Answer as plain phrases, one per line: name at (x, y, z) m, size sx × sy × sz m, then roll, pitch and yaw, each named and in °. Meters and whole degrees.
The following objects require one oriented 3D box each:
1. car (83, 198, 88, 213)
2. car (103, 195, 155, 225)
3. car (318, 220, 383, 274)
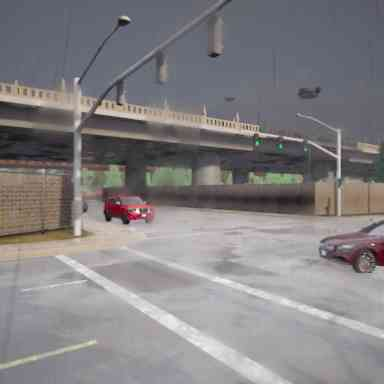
car at (-13.473, 1.281, 37.315) m, size 2.150 × 2.045 × 5.566 m, roll 0°, pitch 0°, yaw -36°
car at (-4.944, 1.281, 25.398) m, size 2.150 × 2.045 × 5.566 m, roll 0°, pitch 0°, yaw -36°
car at (6.286, 1.559, 10.111) m, size 4.674 × 1.442 × 1.812 m, roll 0°, pitch -1°, yaw -3°
